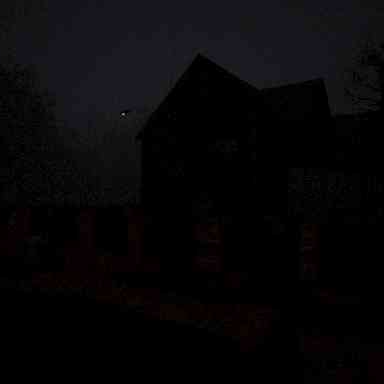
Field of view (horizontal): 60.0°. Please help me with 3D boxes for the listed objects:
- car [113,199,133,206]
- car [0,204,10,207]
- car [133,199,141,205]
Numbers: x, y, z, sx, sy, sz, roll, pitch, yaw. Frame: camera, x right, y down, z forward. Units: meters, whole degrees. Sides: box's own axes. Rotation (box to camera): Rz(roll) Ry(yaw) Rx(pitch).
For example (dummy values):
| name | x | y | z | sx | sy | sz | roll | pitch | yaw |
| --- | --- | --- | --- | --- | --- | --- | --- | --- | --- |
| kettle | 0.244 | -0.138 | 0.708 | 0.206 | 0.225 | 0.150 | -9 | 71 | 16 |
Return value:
| name | x | y | z | sx | sy | sz | roll | pitch | yaw |
| --- | --- | --- | --- | --- | --- | --- | --- | --- | --- |
| car | -7.593 | 1.601 | 40.950 | 2.128 | 1.511 | 4.902 | 0 | 0 | 35 |
| car | -15.453 | 1.647 | 24.236 | 1.895 | 1.301 | 4.718 | 0 | 0 | 35 |
| car | -4.553 | 1.672 | 39.618 | 1.994 | 1.385 | 4.181 | 0 | 0 | 35 |
